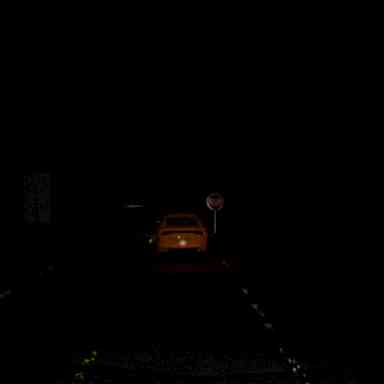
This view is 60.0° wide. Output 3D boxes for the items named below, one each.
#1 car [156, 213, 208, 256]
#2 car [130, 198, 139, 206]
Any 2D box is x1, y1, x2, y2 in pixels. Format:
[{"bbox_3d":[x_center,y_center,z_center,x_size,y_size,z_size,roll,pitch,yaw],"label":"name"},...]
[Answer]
[{"bbox_3d":[-0.484,1.628,13.894,1.882,1.535,5.008,0,-1,-4],"label":"car"},{"bbox_3d":[-13.304,2.229,76.811,2.097,1.767,4.553,0,-1,-10],"label":"car"}]
